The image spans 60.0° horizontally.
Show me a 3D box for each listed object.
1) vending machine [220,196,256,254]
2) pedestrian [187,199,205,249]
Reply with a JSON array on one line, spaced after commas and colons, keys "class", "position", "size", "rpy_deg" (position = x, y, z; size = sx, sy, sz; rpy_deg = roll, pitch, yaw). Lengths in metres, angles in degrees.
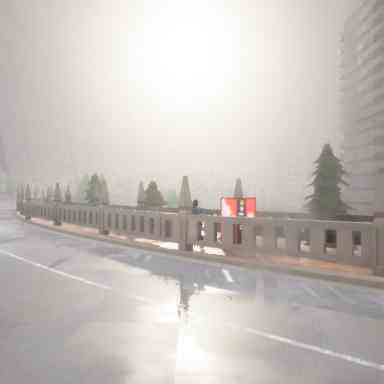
[{"class": "vending machine", "position": [1.764, 1.195, 12.652], "size": [0.880, 2.100, 1.100], "rpy_deg": [0, 0, 41]}, {"class": "pedestrian", "position": [0.136, 1.141, 12.074], "size": [0.375, 1.860, 0.375], "rpy_deg": [0, 0, 41]}]
